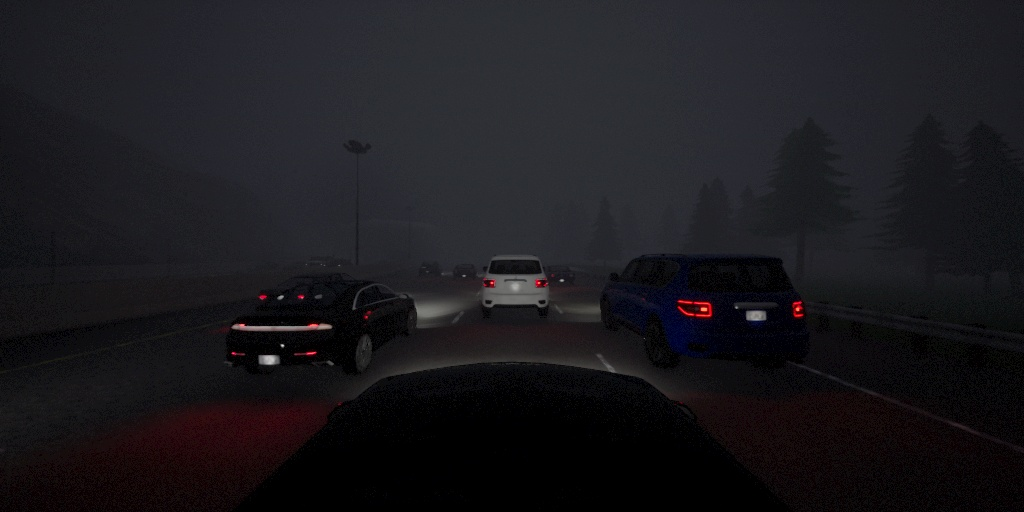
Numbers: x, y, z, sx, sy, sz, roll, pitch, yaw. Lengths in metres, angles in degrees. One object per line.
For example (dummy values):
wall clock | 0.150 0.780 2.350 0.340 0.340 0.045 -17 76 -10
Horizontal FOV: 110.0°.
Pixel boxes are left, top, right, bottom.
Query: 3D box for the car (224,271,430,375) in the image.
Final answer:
car | -3.401 1.242 7.449 2.128 1.511 4.902 0 0 0

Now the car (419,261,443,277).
car | -7.969 1.243 35.260 2.128 1.511 4.902 0 0 -5

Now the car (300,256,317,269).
car | -23.282 0.976 43.860 2.150 2.045 5.566 0 0 -8

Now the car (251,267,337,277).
car | -6.911 1.298 13.279 2.033 1.411 5.357 0 0 0

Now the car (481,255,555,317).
car | 0.087 0.972 13.273 2.150 2.045 5.566 0 0 0

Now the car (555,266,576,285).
car | 3.244 1.352 26.334 1.895 1.301 4.718 0 0 -3

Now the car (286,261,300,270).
car | -27.165 1.300 46.104 2.033 1.411 5.357 0 0 -9

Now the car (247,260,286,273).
car | -30.383 1.245 43.950 2.128 1.511 4.902 0 0 -9

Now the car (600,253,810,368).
car | 3.598 0.972 7.968 2.150 2.045 5.566 0 0 0

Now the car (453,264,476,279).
car | -4.137 1.353 31.901 1.895 1.301 4.718 0 0 -4

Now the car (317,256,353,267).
car | -19.188 1.104 39.514 2.097 1.767 4.553 0 0 -7
